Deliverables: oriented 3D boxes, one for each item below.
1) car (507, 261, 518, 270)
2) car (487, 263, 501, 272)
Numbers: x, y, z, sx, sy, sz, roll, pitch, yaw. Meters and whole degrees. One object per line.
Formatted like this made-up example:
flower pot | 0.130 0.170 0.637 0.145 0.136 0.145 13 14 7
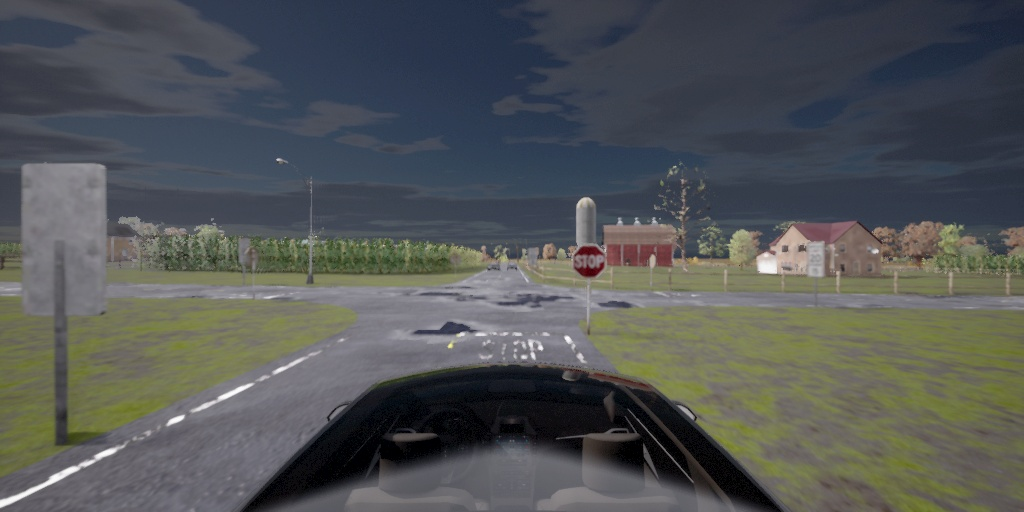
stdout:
car | 0.027 1.751 62.652 2.033 1.411 5.357 0 0 0
car | -2.818 1.714 56.202 1.994 1.385 4.181 0 0 0
